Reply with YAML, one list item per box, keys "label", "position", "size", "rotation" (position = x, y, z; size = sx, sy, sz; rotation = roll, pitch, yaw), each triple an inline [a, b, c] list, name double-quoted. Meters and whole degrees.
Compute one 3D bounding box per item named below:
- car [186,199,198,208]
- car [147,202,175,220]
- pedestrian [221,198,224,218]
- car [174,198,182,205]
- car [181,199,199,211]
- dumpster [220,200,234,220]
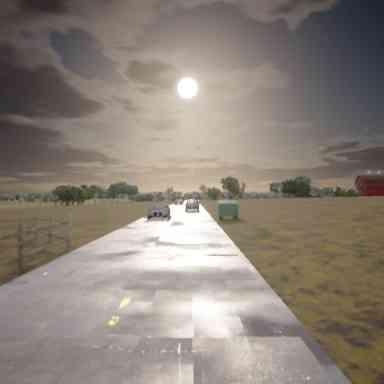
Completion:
- label: "car"
  position: [0.010, 1.945, 56.227]
  size: [2.033, 1.411, 5.357]
  rotation: [0, -1, 0]
- label: "car"
  position: [-2.839, 1.737, 29.635]
  size: [1.994, 1.385, 4.181]
  rotation: [0, 0, 0]
- label: "pedestrian"
  position: [2.831, 1.429, 30.938]
  size: [0.375, 1.860, 0.375]
  rotation: [0, -1, -10]
- label: "car"
  position: [-2.737, 2.091, 71.043]
  size: [2.128, 1.511, 4.902]
  rotation: [0, -1, 0]
- label: "car"
  position: [0.058, 1.793, 45.161]
  size: [2.128, 1.511, 4.902]
  rotation: [0, 0, 1]
- label: "dumpster"
  position: [3.131, 1.571, 29.935]
  size: [1.020, 1.700, 1.940]
  rotation: [0, 0, 0]
